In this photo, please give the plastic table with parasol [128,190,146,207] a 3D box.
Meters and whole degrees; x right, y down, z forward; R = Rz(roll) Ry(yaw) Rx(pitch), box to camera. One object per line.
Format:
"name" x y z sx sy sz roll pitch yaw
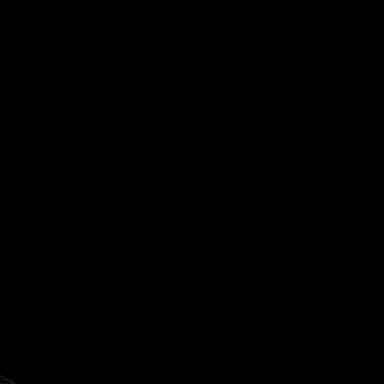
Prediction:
"plastic table with parasol" -8.154 0.914 49.850 2.482 2.480 2.482 0 0 -4
